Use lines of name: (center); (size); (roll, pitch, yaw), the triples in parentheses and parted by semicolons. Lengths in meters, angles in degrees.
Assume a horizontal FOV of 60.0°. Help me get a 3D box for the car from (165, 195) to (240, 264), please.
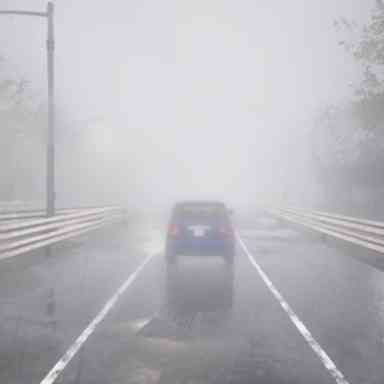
car: (0.366, 1.244, 12.098); (2.150, 2.045, 5.566); (0, 0, 3)
